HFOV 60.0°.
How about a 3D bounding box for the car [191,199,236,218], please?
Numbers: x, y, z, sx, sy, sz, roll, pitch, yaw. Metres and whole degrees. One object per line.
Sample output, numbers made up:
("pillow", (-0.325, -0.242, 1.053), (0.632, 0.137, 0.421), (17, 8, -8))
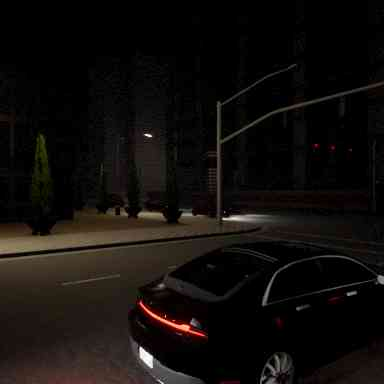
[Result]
("car", (1.731, 1.617, 31.118), (1.994, 1.385, 4.181), (0, 0, -36))

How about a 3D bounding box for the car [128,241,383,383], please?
("car", (1.497, 1.504, 4.923), (4.892, 1.490, 1.837), (0, 0, -35))

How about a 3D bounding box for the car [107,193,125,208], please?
("car", (-12.076, 1.263, 50.209), (2.150, 2.045, 5.566), (0, 1, -36))

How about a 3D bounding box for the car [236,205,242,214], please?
("car", (3.175, 1.557, 35.091), (1.837, 1.490, 4.892), (0, 0, -36))

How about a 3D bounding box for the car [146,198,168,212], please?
("car", (-3.409, 1.654, 38.214), (1.895, 1.301, 4.718), (0, 0, -36))

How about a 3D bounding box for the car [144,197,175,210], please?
("car", (-4.522, 1.530, 45.725), (1.882, 1.535, 5.008), (0, 0, -36))
